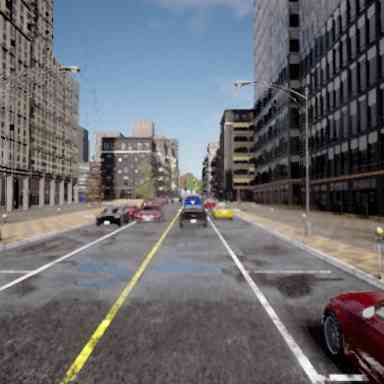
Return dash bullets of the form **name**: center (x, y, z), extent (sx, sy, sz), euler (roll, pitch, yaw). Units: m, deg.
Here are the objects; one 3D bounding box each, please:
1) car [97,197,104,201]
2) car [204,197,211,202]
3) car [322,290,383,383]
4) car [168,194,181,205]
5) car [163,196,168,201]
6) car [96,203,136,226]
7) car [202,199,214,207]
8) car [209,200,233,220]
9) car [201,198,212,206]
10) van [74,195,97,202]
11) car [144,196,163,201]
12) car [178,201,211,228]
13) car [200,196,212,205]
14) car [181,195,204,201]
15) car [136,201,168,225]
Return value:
- **car**: center (-26.271, 2.047, 90.610), extent (4.313, 1.339, 1.947), euler (0, -2, 0)
- **car**: center (2.700, 1.785, 46.208), extent (1.887, 1.381, 4.507), euler (1, 0, 0)
- **car**: center (2.703, 1.599, 3.117), extent (1.802, 1.307, 4.206), euler (1, 0, 0)
- **car**: center (-3.007, 1.338, 66.122), extent (2.150, 2.045, 5.566), euler (0, 0, 0)
- **car**: center (-5.682, 1.843, 57.068), extent (1.887, 1.381, 4.507), euler (1, 0, 0)
- **car**: center (-5.679, 1.693, 24.394), extent (1.947, 1.339, 4.313), euler (1, 0, 0)
- **car**: center (2.699, 1.864, 57.088), extent (1.947, 1.339, 4.313), euler (1, 0, 0)
- **car**: center (2.702, 1.681, 30.060), extent (1.752, 1.417, 4.829), euler (1, 0, 0)
- **car**: center (2.698, 1.892, 62.527), extent (1.947, 1.339, 4.313), euler (1, 0, 0)
- **van**: center (-26.251, 1.623, 82.238), extent (3.998, 1.788, 1.690), euler (0, -2, 0)
- **car**: center (-5.676, 1.556, 46.178), extent (2.192, 1.841, 5.009), euler (1, 0, 0)
- **car**: center (0.098, 1.625, 23.456), extent (1.837, 1.490, 4.892), euler (0, -1, 0)
- **car**: center (2.775, 1.671, 67.964), extent (2.192, 1.841, 5.009), euler (1, 0, 0)
- **car**: center (0.097, 1.441, 42.302), extent (2.150, 2.045, 5.566), euler (0, 0, 0)
- **car**: center (-3.099, 1.659, 25.691), extent (1.812, 1.442, 4.674), euler (0, 0, 0)
